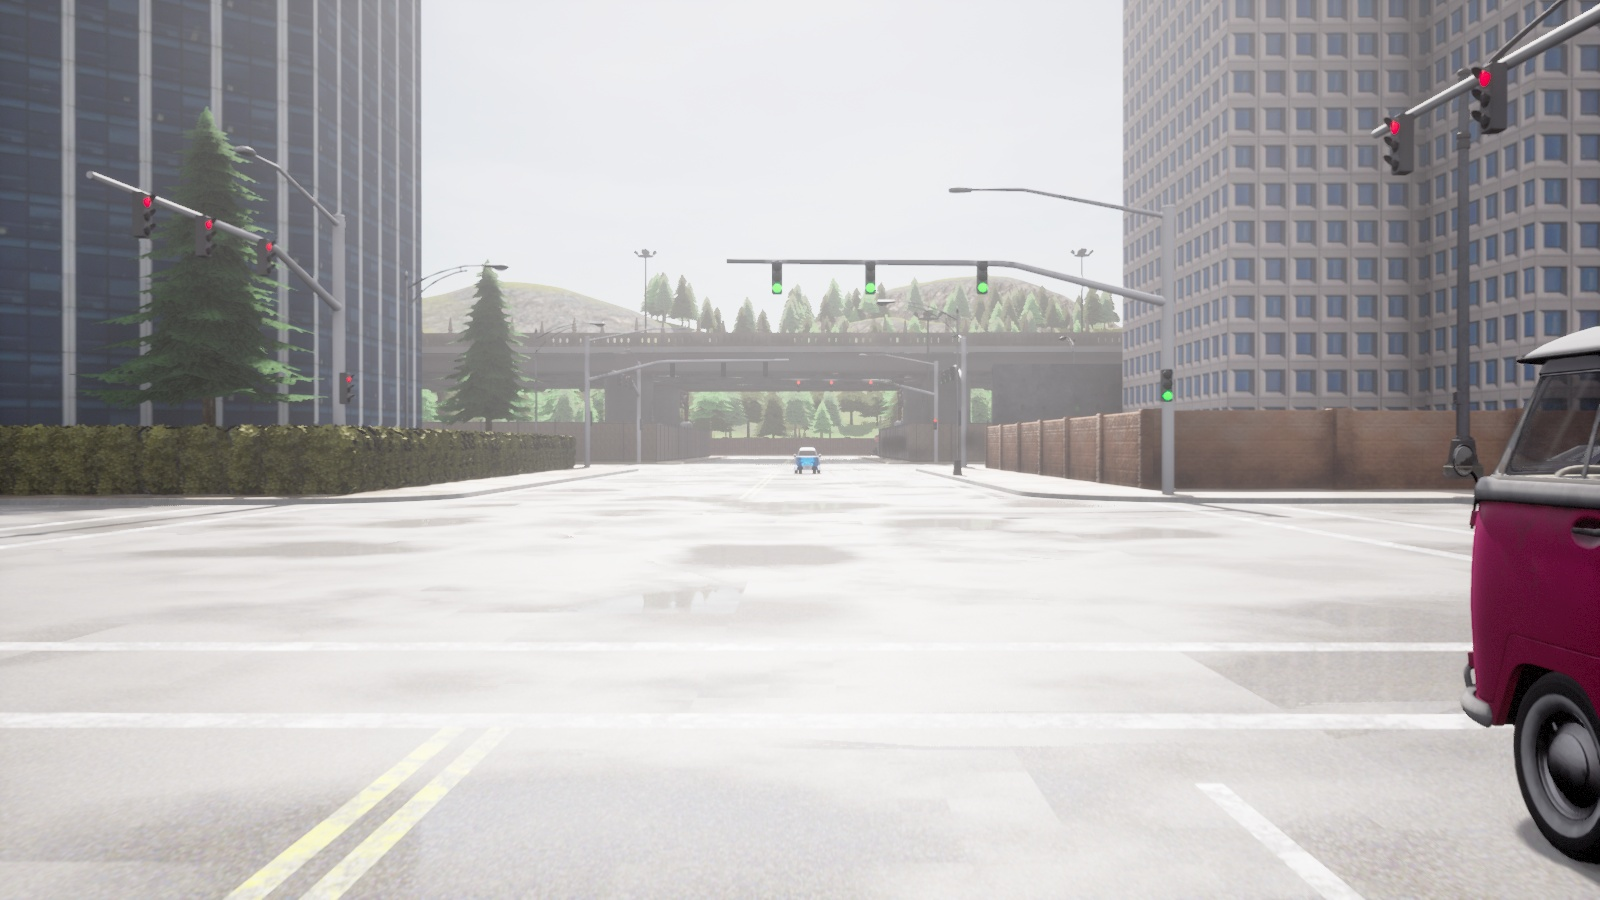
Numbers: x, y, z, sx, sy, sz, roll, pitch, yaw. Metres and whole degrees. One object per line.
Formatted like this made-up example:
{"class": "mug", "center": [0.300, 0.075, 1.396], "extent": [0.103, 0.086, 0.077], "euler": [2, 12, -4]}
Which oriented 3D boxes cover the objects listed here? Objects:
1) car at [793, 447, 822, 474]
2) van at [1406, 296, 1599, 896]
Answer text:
{"class": "car", "center": [0.387, 0.543, 65.705], "extent": [1.481, 1.376, 2.207], "euler": [0, 1, 0]}
{"class": "van", "center": [3.534, 0.491, 3.280], "extent": [1.775, 1.987, 4.442], "euler": [0, 0, 0]}
